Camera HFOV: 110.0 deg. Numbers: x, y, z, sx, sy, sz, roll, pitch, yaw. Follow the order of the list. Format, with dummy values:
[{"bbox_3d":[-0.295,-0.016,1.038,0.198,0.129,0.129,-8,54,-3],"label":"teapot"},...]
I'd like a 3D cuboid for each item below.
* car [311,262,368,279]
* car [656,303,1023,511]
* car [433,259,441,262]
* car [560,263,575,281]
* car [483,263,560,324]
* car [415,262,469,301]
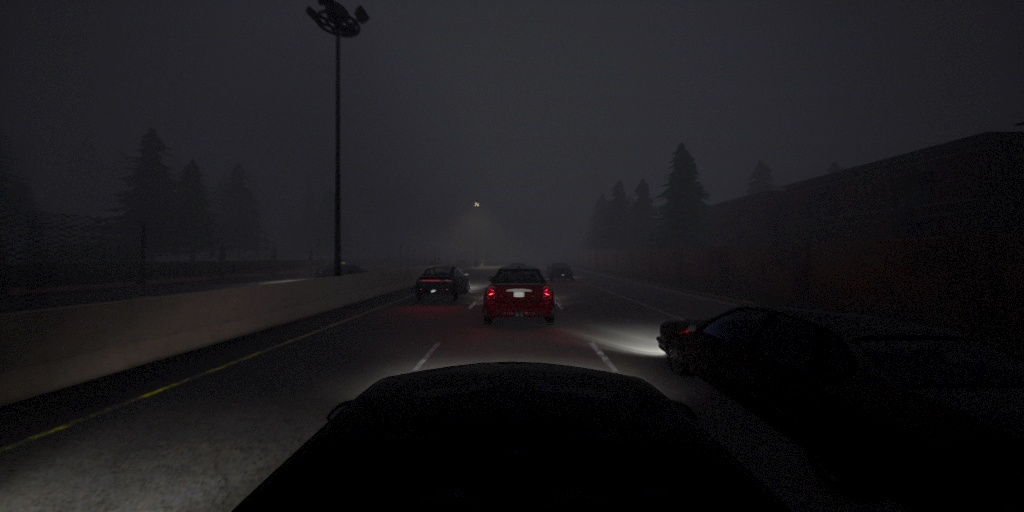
[{"bbox_3d":[-10.345,1.266,21.869,1.812,1.442,4.674,0,0,1],"label":"car"},{"bbox_3d":[3.623,1.301,4.355,2.033,1.411,5.357,0,0,1],"label":"car"},{"bbox_3d":[-13.241,1.287,63.278,2.033,1.411,5.357,0,0,-6],"label":"car"},{"bbox_3d":[3.938,1.281,29.848,1.812,1.442,4.674,0,0,1],"label":"car"},{"bbox_3d":[0.224,1.103,12.190,2.097,1.767,4.553,0,0,1],"label":"car"},{"bbox_3d":[-3.212,1.239,17.202,2.128,1.511,4.902,0,0,1],"label":"car"}]
